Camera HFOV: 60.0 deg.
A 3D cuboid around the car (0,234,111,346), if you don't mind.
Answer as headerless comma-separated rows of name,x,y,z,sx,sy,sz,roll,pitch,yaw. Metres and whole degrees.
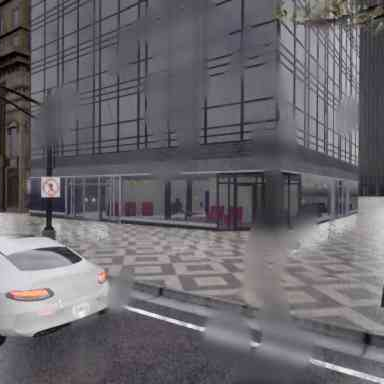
car,-3.487,1.524,6.168,4.674,1.442,1.812,0,0,35
